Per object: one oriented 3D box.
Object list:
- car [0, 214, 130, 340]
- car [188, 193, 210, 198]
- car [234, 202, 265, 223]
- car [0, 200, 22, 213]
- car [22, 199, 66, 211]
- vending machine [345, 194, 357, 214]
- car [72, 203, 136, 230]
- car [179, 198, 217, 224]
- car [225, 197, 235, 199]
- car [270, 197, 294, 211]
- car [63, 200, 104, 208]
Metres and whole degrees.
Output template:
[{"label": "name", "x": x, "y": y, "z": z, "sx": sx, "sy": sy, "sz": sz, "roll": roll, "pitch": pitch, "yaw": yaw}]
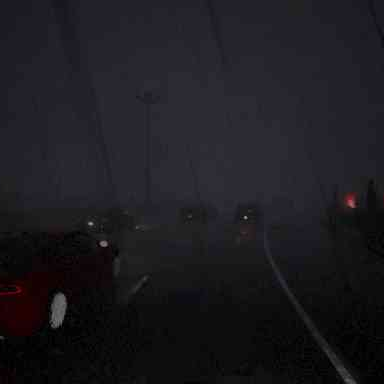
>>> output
[{"label": "car", "x": -2.936, "y": 1.469, "z": 6.773, "sx": 1.882, "sy": 1.535, "sz": 5.008, "roll": 0, "pitch": 0, "yaw": 5}, {"label": "car", "x": 1.364, "y": 1.236, "z": 64.493, "sx": 2.150, "sy": 2.045, "sz": 5.566, "roll": 0, "pitch": 0, "yaw": 38}, {"label": "car", "x": 4.456, "y": 1.522, "z": 25.548, "sx": 1.837, "sy": 1.490, "sz": 4.892, "roll": 0, "pitch": 0, "yaw": 17}, {"label": "car", "x": -16.776, "y": 1.428, "z": 28.396, "sx": 1.882, "sy": 1.535, "sz": 5.008, "roll": 0, "pitch": 0, "yaw": 16}, {"label": "car", "x": -12.570, "y": 1.469, "z": 30.260, "sx": 1.837, "sy": 1.490, "sz": 4.892, "roll": 0, "pitch": 0, "yaw": 18}, {"label": "vending machine", "x": 17.006, "y": 1.253, "z": 35.638, "sx": 1.100, "sy": 2.100, "sz": 0.880, "roll": 0, "pitch": 0, "yaw": 28}, {"label": "car", "x": -4.650, "y": 1.551, "z": 18.542, "sx": 1.994, "sy": 1.385, "sz": 4.181, "roll": 0, "pitch": 0, "yaw": 11}, {"label": "car", "x": 0.559, "y": 1.482, "z": 24.768, "sx": 1.882, "sy": 1.535, "sz": 5.008, "roll": 0, "pitch": 0, "yaw": 16}, {"label": "car", "x": 7.449, "y": 1.628, "z": 66.483, "sx": 1.895, "sy": 1.301, "sz": 4.718, "roll": 0, "pitch": 0, "yaw": 41}, {"label": "car", "x": 11.084, "y": 1.392, "z": 40.732, "sx": 2.097, "sy": 1.767, "sz": 4.553, "roll": 0, "pitch": 0, "yaw": 28}, {"label": "car", "x": -9.020, "y": 1.576, "z": 30.009, "sx": 1.895, "sy": 1.301, "sz": 4.718, "roll": 0, "pitch": 0, "yaw": 18}]
